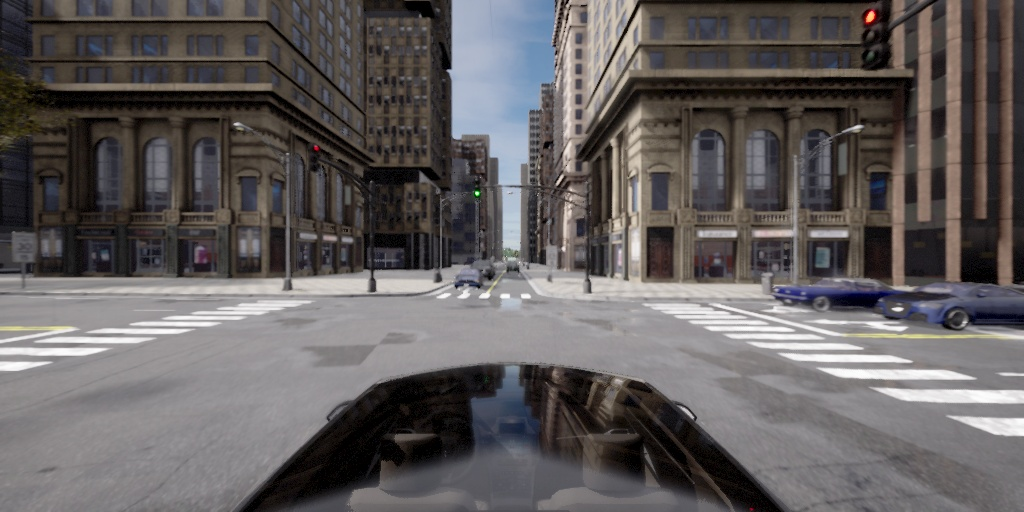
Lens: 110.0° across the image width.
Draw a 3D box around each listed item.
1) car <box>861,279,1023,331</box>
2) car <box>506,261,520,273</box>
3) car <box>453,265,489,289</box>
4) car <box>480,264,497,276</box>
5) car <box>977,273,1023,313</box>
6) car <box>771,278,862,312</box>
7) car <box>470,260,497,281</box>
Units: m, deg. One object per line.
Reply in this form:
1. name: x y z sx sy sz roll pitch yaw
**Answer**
1. car: 14.486 1.553 11.623 4.181 1.385 1.994 0 0 0
2. car: 0.173 1.832 58.081 2.097 1.767 4.553 0 -1 0
3. car: -3.077 1.619 26.628 2.033 1.411 5.357 0 -1 0
4. car: -3.035 1.844 47.268 1.837 1.490 4.892 0 -1 0
5. car: 22.995 1.535 14.863 5.008 1.535 1.882 0 0 0
6. car: 13.635 1.578 14.874 4.718 1.301 1.895 0 0 0
7. car: -3.063 1.425 36.818 2.150 2.045 5.566 0 -1 1
